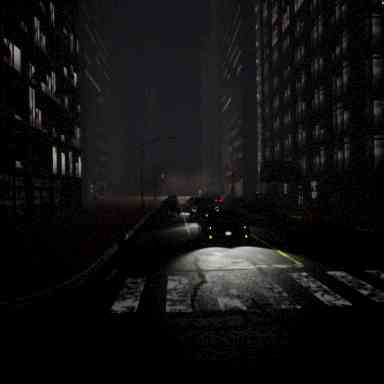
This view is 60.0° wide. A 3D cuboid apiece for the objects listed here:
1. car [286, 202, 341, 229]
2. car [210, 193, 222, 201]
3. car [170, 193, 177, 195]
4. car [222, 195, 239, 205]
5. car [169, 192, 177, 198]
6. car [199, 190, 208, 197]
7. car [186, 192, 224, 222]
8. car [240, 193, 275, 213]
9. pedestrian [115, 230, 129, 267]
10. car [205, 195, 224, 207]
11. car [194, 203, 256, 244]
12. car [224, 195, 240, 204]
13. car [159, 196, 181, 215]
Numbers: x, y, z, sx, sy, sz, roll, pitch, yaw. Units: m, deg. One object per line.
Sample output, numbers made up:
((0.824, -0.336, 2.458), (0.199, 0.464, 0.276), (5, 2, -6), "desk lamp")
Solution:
((6.901, 1.286, 19.456), (1.752, 1.417, 4.829), (0, 1, -3), "car")
((4.621, 0.911, 65.195), (1.887, 1.381, 4.507), (0, 1, -3), "car")
((-2.889, 1.238, 47.832), (1.802, 1.307, 4.206), (0, 1, -3), "car")
((5.478, 1.096, 48.293), (1.802, 1.307, 4.206), (0, 1, -3), "car")
((-4.889, 0.749, 87.279), (1.967, 1.590, 4.097), (0, 1, -3), "car")
((3.192, 0.431, 93.363), (2.192, 1.841, 5.009), (0, 1, -3), "car")
((0.862, 1.163, 24.792), (2.097, 1.767, 4.553), (-1, 1, -3), "car")
((6.332, 0.974, 31.389), (2.192, 1.841, 5.009), (0, 1, -3), "car")
((-2.043, 1.669, 9.917), (0.500, 1.100, 0.500), (0, 0, -3), "pedestrian")
((3.016, 1.129, 45.519), (2.033, 1.411, 5.357), (-1, 1, -3), "car")
((1.348, 1.454, 15.243), (1.994, 1.385, 4.181), (-1, 1, -3), "car")
((5.764, 1.108, 42.659), (1.887, 1.381, 4.507), (0, 1, -3), "car")
((-2.032, 1.367, 30.926), (1.947, 1.339, 4.313), (0, 1, -3), "car")
